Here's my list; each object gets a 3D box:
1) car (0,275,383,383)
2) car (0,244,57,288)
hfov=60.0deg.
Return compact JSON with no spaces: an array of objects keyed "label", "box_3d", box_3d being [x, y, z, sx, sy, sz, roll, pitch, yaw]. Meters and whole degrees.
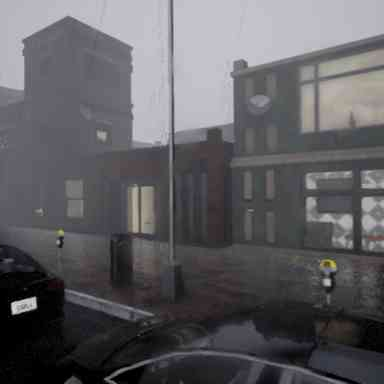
[{"label":"car","box_3d":[0.555,1.567,2.488,4.313,1.339,1.947,0,-1,35]},{"label":"car","box_3d":[-3.950,1.572,5.700,4.313,1.339,1.947,0,-1,35]}]
